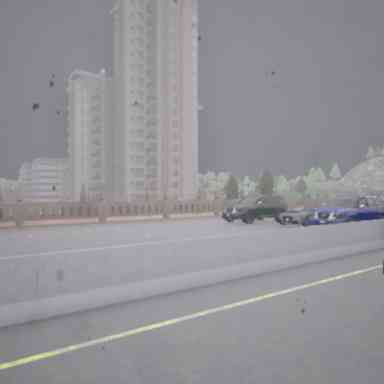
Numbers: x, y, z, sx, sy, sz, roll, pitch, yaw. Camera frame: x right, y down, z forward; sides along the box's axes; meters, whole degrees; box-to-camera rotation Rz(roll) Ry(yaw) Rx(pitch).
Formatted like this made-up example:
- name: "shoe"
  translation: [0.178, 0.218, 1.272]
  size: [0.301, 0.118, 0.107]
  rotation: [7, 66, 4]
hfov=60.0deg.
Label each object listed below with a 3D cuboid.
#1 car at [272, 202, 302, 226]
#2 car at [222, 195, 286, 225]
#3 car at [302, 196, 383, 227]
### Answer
- name: "car"
  translation: [7.709, 1.582, 22.421]
  size: [4.181, 1.385, 1.994]
  rotation: [0, 0, -36]
- name: "car"
  translation: [4.770, 1.237, 24.600]
  size: [5.566, 2.045, 2.150]
  rotation: [0, 0, -36]
- name: "car"
  translation: [9.082, 1.239, 19.081]
  size: [5.566, 2.045, 2.150]
  rotation: [0, 0, -36]
